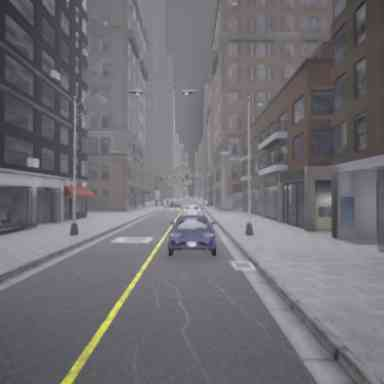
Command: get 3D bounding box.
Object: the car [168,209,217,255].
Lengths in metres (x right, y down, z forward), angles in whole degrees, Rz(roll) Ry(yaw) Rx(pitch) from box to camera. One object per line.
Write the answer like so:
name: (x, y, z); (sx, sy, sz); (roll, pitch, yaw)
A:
car: (0.022, 1.669, 13.892); (1.812, 1.442, 4.674); (0, 0, 0)

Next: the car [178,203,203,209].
car: (0.019, 1.822, 28.889); (1.812, 1.442, 4.674); (0, 0, 0)

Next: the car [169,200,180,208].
car: (-3.030, 2.178, 59.561); (1.994, 1.385, 4.181); (0, -1, 0)
